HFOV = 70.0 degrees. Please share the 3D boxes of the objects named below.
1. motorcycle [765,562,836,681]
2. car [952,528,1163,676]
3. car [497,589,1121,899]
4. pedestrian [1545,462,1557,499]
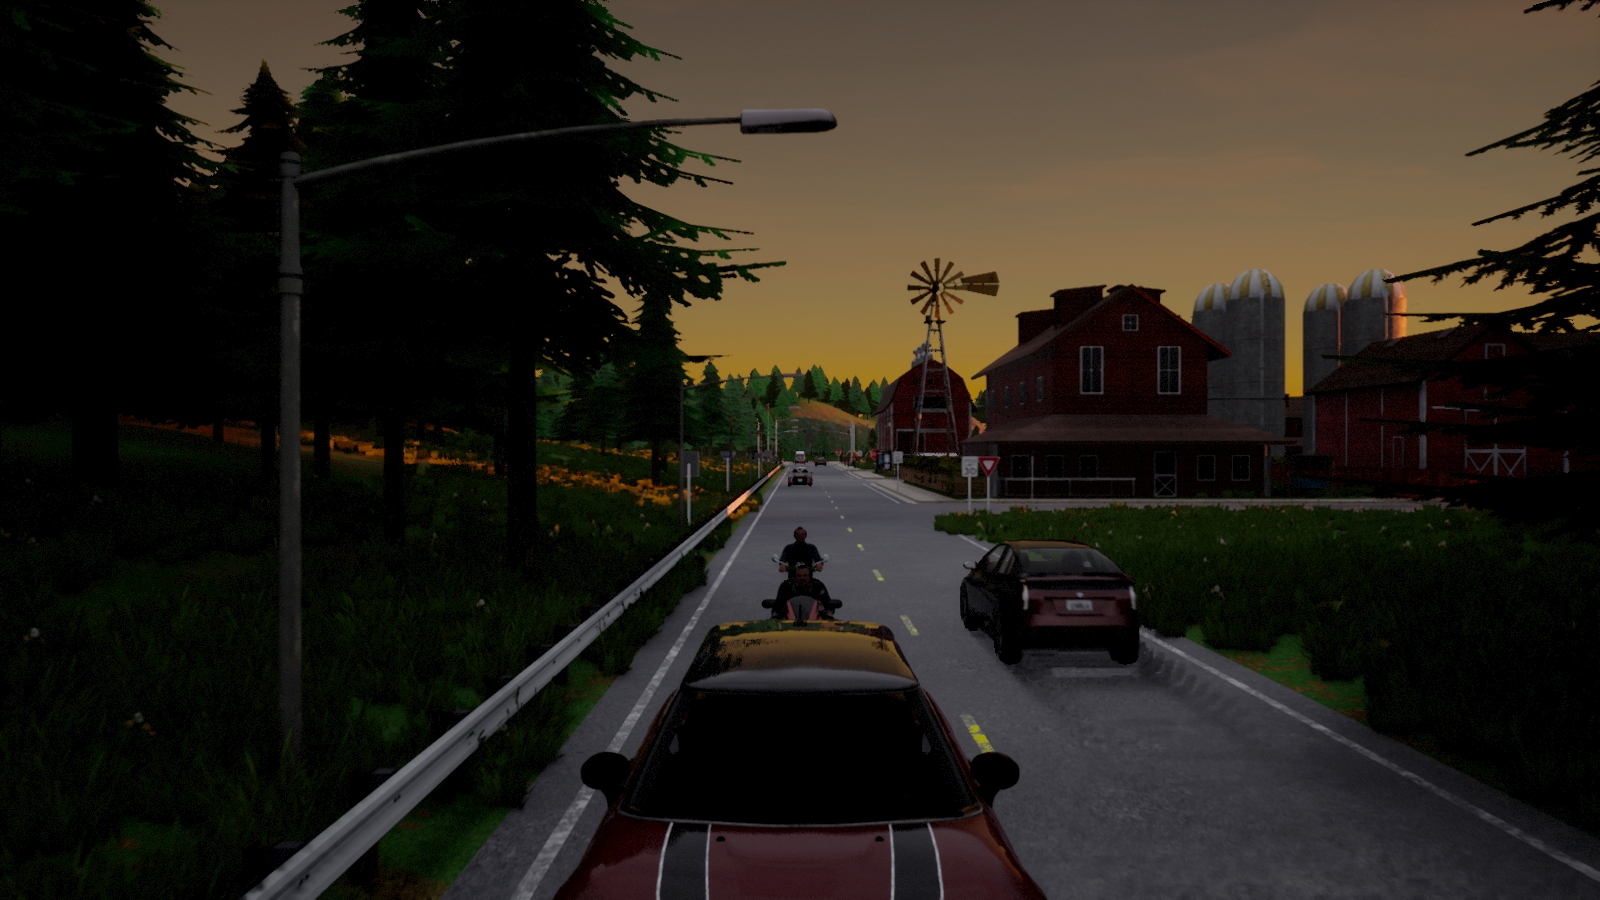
[{"bbox_3d":[0.011,2.207,15.104,0.867,1.251,2.209,0,0,0],"label":"motorcycle"},{"bbox_3d":[3.501,2.042,16.460,2.007,1.525,4.514,0,0,0],"label":"car"},{"bbox_3d":[0.032,1.907,6.115,2.097,1.767,4.553,0,0,0],"label":"car"},{"bbox_3d":[38.376,1.563,58.365,0.375,1.860,0.375,0,0,-7],"label":"pedestrian"}]
